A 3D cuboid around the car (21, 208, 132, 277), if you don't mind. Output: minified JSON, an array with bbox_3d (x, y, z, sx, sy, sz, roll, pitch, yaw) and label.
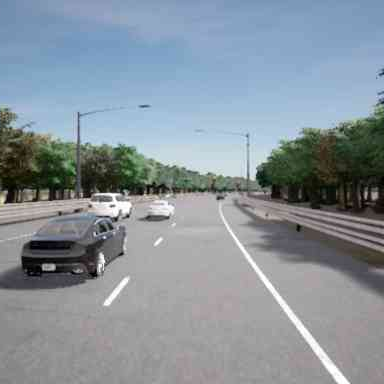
[{"bbox_3d":[-3.240,1.468,10.063,1.837,1.490,4.892,0,0,1],"label":"car"}]

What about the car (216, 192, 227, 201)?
[{"bbox_3d":[6.487,1.194,75.573,1.837,1.490,4.892,0,0,7],"label":"car"}]

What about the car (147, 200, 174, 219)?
[{"bbox_3d":[-2.559,1.428,27.602,1.812,1.442,4.674,0,0,3],"label":"car"}]

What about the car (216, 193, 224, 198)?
[{"bbox_3d":[7.975,1.030,94.514,1.994,1.385,4.181,0,0,9],"label":"car"}]

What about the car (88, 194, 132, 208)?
[{"bbox_3d":[-6.176,1.128,25.525,2.150,2.045,5.566,0,0,3],"label":"car"}]
